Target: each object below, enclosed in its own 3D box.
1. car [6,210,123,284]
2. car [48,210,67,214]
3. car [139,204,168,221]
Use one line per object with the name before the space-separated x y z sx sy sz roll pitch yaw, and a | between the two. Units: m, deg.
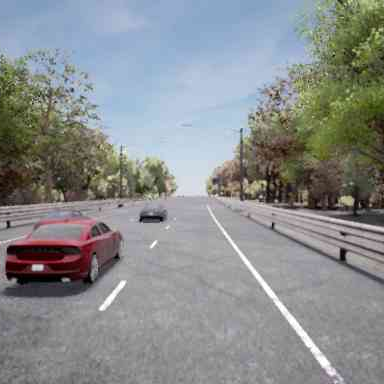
car | -3.360 1.512 9.748 1.882 1.535 5.008 0 0 0
car | -6.761 1.627 17.864 1.994 1.385 4.181 0 0 0
car | -3.154 1.661 27.891 1.994 1.385 4.181 0 0 1
